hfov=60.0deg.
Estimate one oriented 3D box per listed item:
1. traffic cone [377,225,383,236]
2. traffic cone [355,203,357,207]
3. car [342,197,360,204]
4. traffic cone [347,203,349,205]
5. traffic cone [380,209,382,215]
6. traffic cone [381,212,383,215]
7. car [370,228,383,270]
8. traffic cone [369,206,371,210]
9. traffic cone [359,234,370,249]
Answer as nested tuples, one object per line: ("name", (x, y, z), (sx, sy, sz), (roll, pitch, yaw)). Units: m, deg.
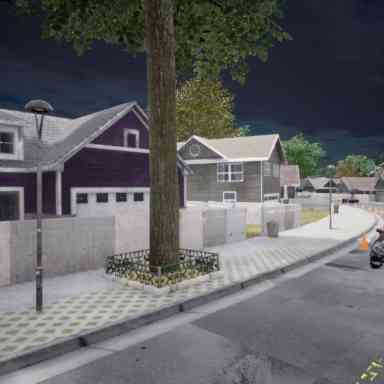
("traffic cone", (9.893, 2.024, 17.409), (0.340, 0.580, 0.340), (0, 0, 35))
("traffic cone", (25.960, 2.019, 52.775), (0.340, 0.580, 0.340), (0, 0, 14))
("car", (29.730, 1.609, 62.374), (1.895, 1.301, 4.718), (0, 0, 8))
("traffic cone", (27.007, 1.998, 57.546), (0.340, 0.580, 0.340), (0, 0, 11))
("traffic cone", (19.586, 2.081, 34.339), (0.340, 0.580, 0.340), (0, 0, 24))
("traffic cone", (17.462, 2.079, 29.942), (0.340, 0.580, 0.340), (0, 0, 27))
("car", (7.008, 1.555, 10.484), (1.812, 1.442, 4.674), (0, 0, 39))
("traffic cone", (23.203, 2.063, 43.408), (0.340, 0.580, 0.340), (0, 0, 19))
("traffic cone", (6.988, 1.998, 13.483), (0.340, 0.580, 0.340), (0, 0, 38))
